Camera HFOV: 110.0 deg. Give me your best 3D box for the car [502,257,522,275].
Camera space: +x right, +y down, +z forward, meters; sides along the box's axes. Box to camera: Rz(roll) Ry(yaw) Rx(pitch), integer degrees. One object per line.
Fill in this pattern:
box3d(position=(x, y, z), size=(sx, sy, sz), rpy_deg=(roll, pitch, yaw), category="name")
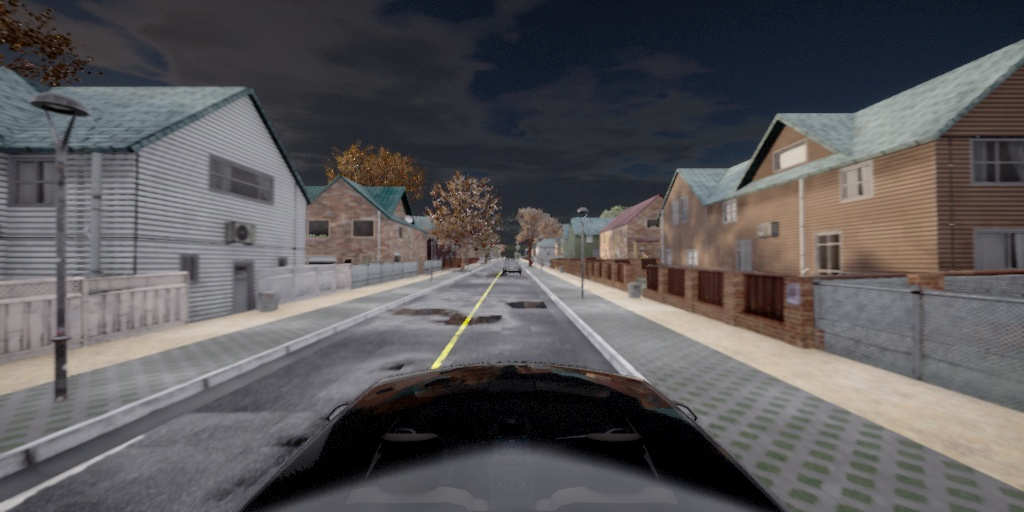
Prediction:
box3d(position=(-0.008, 1.094, 35.779), size=(1.994, 1.385, 4.181), rpy_deg=(0, 0, 0), category="car")
